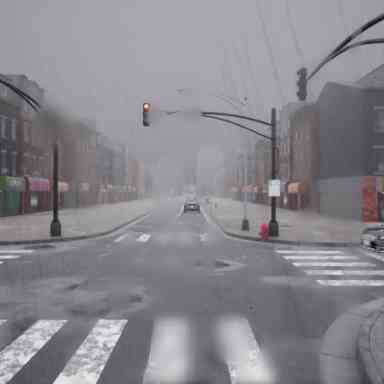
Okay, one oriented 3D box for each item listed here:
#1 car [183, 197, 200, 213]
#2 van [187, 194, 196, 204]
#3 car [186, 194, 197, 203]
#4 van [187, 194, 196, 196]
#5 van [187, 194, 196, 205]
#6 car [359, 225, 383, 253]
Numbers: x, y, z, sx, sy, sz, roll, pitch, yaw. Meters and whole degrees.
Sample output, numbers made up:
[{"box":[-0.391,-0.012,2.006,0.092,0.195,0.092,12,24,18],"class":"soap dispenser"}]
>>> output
[{"box":[-0.012,1.563,36.712,1.947,1.339,4.313,0,0,0],"class":"car"},{"box":[-0.112,1.348,64.740,1.690,1.788,3.998,0,0,0],"class":"van"},{"box":[-0.132,1.326,70.345,2.192,1.841,5.009,0,0,0],"class":"car"},{"box":[-0.073,1.341,53.529,1.690,1.788,3.998,0,0,0],"class":"van"},{"box":[-0.093,1.344,59.135,1.690,1.788,3.998,0,0,0],"class":"van"},{"box":[8.536,1.516,11.741,4.902,1.511,2.128,0,0,-3],"class":"car"}]
